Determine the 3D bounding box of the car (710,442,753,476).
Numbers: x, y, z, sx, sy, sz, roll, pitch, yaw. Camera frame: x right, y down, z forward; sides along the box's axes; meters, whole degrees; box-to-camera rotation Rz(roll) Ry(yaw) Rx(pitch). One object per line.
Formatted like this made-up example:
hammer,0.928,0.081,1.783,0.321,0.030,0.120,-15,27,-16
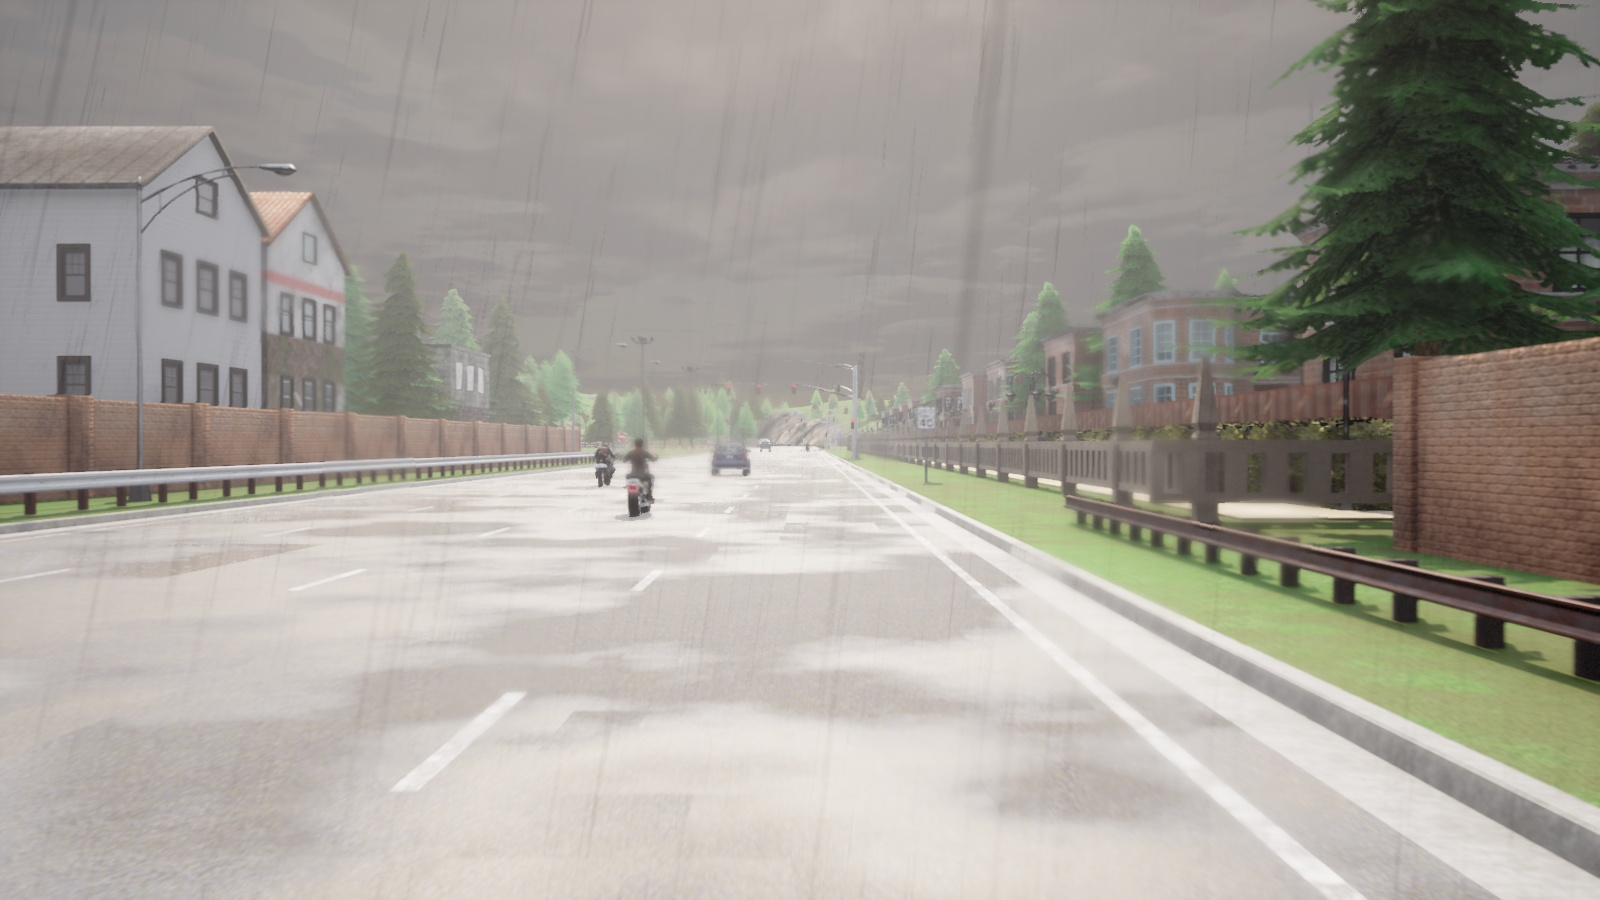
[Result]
car,-3.154,0.395,58.211,1.789,1.549,3.705,0,0,0

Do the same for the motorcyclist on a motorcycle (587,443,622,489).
motorcyclist on a motorcycle,-6.738,0.531,43.381,0.866,1.530,2.191,0,0,0

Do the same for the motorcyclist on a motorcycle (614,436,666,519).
motorcyclist on a motorcycle,-3.335,0.546,26.338,0.766,1.649,2.350,0,0,0
